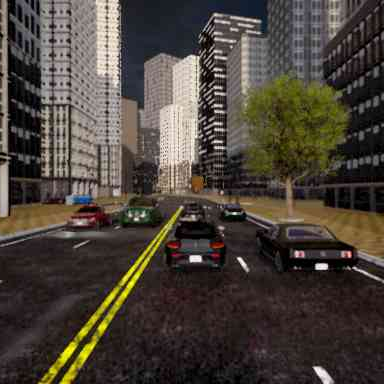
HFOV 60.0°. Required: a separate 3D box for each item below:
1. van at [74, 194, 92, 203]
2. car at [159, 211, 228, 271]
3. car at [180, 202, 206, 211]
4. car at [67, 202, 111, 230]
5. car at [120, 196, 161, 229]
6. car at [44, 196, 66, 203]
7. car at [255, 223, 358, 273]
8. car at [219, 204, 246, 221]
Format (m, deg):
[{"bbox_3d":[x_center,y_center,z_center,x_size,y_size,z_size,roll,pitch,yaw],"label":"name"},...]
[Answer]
[{"bbox_3d":[-22.656,1.395,68.817,3.998,1.788,1.690,0,0,1],"label":"van"},{"bbox_3d":[0.098,1.566,10.900,1.812,1.442,4.674,0,0,0],"label":"car"},{"bbox_3d":[0.091,1.598,27.476,1.837,1.490,4.892,0,0,0],"label":"car"},{"bbox_3d":[-6.603,1.603,21.893,1.812,1.442,4.674,0,0,0],"label":"car"},{"bbox_3d":[-3.353,1.303,22.829,2.150,2.045,5.566,0,0,0],"label":"car"},{"bbox_3d":[-28.195,1.574,68.864,4.507,1.381,1.887,0,0,1],"label":"car"},{"bbox_3d":[3.342,1.641,10.764,1.895,1.301,4.718,0,0,0],"label":"car"},{"bbox_3d":[3.341,1.659,28.071,1.994,1.385,4.181,0,0,0],"label":"car"}]
